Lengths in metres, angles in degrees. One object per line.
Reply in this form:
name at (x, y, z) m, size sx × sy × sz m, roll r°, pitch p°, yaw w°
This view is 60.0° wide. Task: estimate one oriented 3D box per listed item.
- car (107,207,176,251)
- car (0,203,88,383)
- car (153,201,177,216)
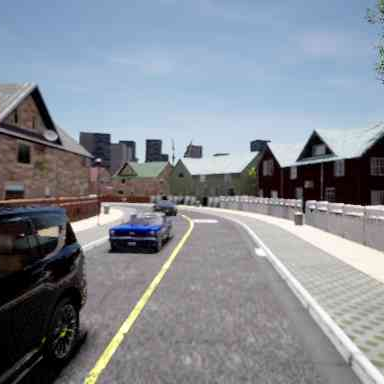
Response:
car at (-1.987, 1.519, 13.930) m, size 1.895 × 1.301 × 4.718 m, roll 1°, pitch 0°, yaw 3°
car at (-2.746, 1.169, 2.770) m, size 2.150 × 2.045 × 5.566 m, roll 1°, pitch 0°, yaw 4°
car at (-2.580, 1.490, 31.244) m, size 1.994 × 1.385 × 4.181 m, roll 1°, pitch 0°, yaw -12°
